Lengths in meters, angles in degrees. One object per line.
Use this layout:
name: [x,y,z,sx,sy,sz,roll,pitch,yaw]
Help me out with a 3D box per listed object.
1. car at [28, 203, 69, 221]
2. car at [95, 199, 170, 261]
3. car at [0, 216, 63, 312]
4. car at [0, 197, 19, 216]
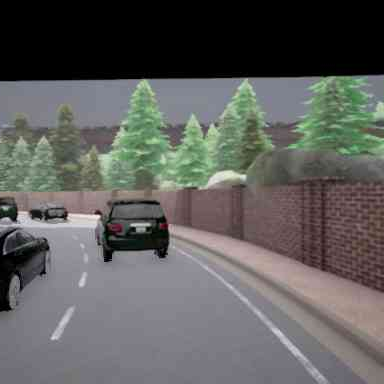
car: [-12.056,1.664,27.769,2.128,1.511,4.902,0,0,-45]
car: [-2.461,1.284,12.917,2.150,2.045,5.566,0,0,-19]
car: [-4.594,1.546,7.600,2.128,1.511,4.902,0,0,-12]
car: [-15.987,1.412,26.848,5.566,2.045,2.150,-1,-1,42]
